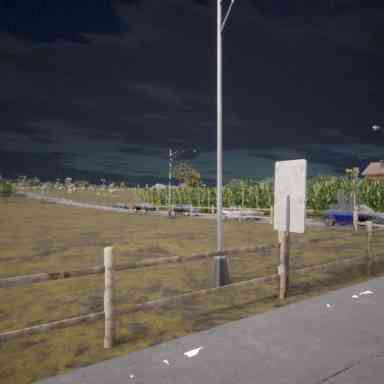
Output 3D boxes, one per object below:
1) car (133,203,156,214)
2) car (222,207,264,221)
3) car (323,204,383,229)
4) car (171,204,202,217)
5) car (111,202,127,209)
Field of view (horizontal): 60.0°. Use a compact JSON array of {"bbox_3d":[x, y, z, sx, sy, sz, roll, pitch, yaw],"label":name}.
[{"bbox_3d":[-6.915,2.346,49.114,1.882,1.535,5.008,3,-2,-35],"label":"car"},{"bbox_3d":[4.815,2.102,32.578,1.895,1.301,4.718,3,-3,-35],"label":"car"},{"bbox_3d":[11.679,1.612,23.349,2.097,1.767,4.553,3,-3,-39],"label":"car"},{"bbox_3d":[-0.767,2.202,40.430,1.837,1.490,4.892,3,-2,-35],"label":"car"},{"bbox_3d":[-14.124,2.597,64.259,1.994,1.385,4.181,3,-1,-35],"label":"car"}]
